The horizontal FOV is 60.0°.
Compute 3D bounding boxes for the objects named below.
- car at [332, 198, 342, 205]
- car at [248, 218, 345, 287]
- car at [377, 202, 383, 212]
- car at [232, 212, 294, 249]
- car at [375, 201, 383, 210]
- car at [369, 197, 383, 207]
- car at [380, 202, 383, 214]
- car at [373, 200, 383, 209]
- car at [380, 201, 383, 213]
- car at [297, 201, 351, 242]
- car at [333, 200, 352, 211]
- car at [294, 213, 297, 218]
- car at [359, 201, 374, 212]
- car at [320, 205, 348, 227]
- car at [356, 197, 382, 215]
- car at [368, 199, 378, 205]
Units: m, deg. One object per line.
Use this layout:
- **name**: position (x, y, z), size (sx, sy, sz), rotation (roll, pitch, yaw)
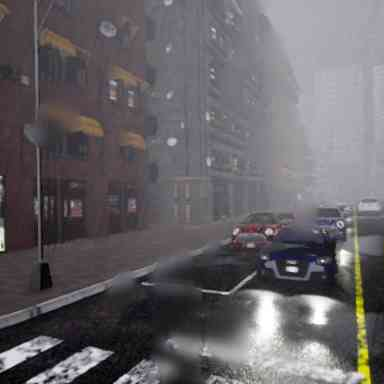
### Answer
- **car**: position (37.278, 2.484, 85.369), size (1.967, 1.590, 4.097), rotation (-2, -2, 26)
- **car**: position (3.295, 1.712, 9.891), size (1.994, 1.385, 4.181), rotation (-2, -1, 26)
- **car**: position (27.375, 2.048, 47.015), size (1.802, 1.307, 4.206), rotation (-2, -2, 26)
- **car**: position (3.276, 1.699, 15.522), size (1.967, 1.590, 4.097), rotation (-2, -2, 26)
- **car**: position (29.803, 2.088, 52.004), size (1.947, 1.339, 4.313), rotation (-2, -2, 26)
- **car**: position (37.082, 2.004, 66.977), size (2.192, 1.841, 5.009), rotation (-2, -2, 26)
- **car**: position (24.946, 1.992, 42.025), size (1.802, 1.307, 4.206), rotation (-2, -2, 26)
- **car**: position (32.231, 2.129, 56.993), size (2.008, 1.369, 4.403), rotation (-2, -2, 26)
- **car**: position (22.516, 1.905, 37.037), size (2.008, 1.369, 4.403), rotation (-2, -2, 26)
- **car**: position (7.259, 1.593, 18.051), size (2.097, 1.767, 4.553), rotation (-2, -1, 26)
- **car**: position (16.389, 1.978, 36.669), size (1.812, 1.442, 4.674), rotation (-2, -1, 28)
- **car**: position (5.709, 1.898, 20.507), size (1.802, 1.307, 4.206), rotation (-2, -2, 26)
- **car**: position (25.340, 2.055, 48.454), size (1.812, 1.442, 4.674), rotation (-2, -1, 26)
- **car**: position (11.558, 1.846, 26.857), size (1.837, 1.490, 4.892), rotation (-2, -1, 26)
- **car**: position (20.806, 1.646, 39.133), size (2.150, 2.045, 5.566), rotation (-2, -1, 26)
- **car**: position (42.019, 2.327, 77.102), size (1.752, 1.417, 4.829), rotation (-2, -2, 26)
